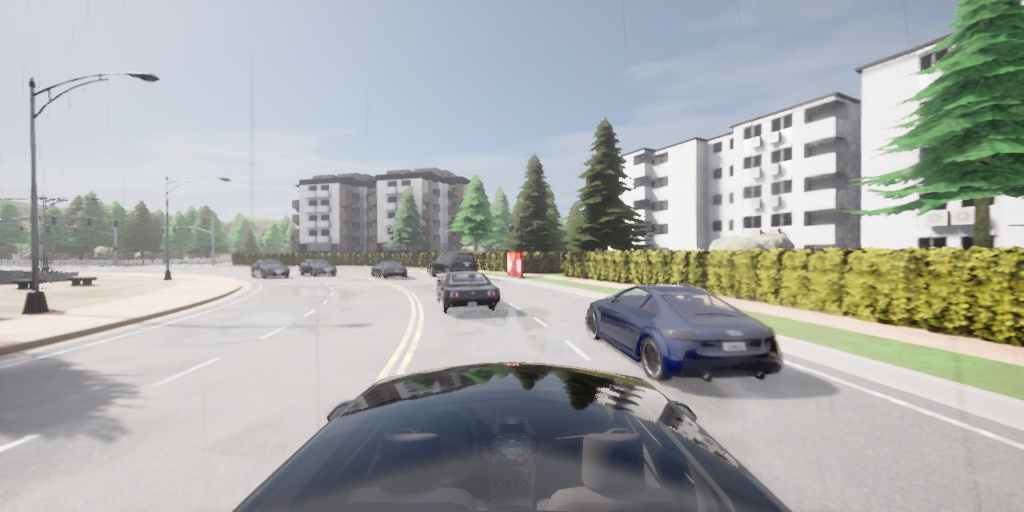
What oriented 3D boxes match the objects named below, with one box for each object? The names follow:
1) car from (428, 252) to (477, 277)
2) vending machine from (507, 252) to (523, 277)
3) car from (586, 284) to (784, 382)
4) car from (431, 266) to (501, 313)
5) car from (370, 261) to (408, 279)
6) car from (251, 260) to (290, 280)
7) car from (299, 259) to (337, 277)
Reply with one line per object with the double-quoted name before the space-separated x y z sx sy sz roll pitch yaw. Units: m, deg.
"car" -4.675 0.737 27.924 2.150 2.045 5.566 0 1 -33
"vending machine" 0.262 0.693 27.508 1.100 2.100 0.880 0 0 -30
"car" 2.951 1.248 7.121 1.994 1.385 4.181 0 1 -7
"car" -1.869 1.243 13.677 1.895 1.301 4.718 0 1 -16
"car" -10.158 1.090 29.406 1.994 1.385 4.181 -1 1 -38
"car" -19.789 1.061 29.331 4.902 1.511 2.128 0 1 42
"car" -17.119 1.028 31.577 4.902 1.511 2.128 0 1 42
